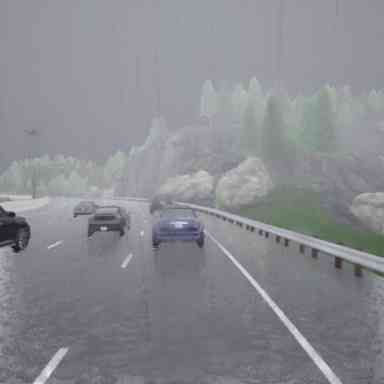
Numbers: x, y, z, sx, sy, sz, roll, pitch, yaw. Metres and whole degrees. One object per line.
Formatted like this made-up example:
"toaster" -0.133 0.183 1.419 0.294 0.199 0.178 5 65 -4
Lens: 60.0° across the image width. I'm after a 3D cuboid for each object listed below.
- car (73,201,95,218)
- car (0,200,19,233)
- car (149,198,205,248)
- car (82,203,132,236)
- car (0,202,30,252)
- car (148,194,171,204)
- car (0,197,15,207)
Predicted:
"car" -9.690 1.566 30.776 2.033 1.411 5.357 0 0 -10
"car" -11.518 1.374 18.225 2.097 1.767 4.553 0 0 -6
"car" -0.686 1.353 15.110 2.097 1.767 4.553 0 0 -5
"car" -4.499 1.514 18.483 1.837 1.490 4.892 0 0 -6
"car" -7.355 1.236 10.829 2.150 2.045 5.566 0 0 -4
"car" -3.228 1.228 34.316 2.150 2.045 5.566 0 0 -10
"car" -29.589 1.561 52.555 1.837 1.490 4.892 0 0 -17
